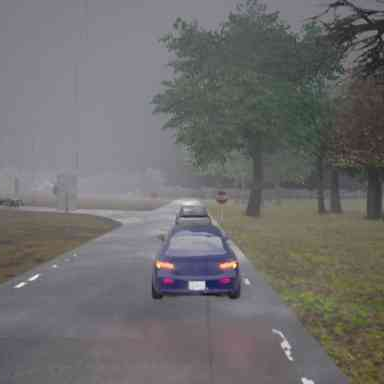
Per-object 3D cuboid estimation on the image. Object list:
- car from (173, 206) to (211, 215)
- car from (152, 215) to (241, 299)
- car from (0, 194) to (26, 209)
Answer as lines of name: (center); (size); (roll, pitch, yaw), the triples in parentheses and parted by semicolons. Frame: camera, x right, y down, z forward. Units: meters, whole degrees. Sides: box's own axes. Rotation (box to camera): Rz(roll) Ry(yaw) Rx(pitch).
car: (0.012, 1.496, 18.129); (2.128, 1.511, 4.902); (0, 0, -2)
car: (0.074, 1.526, 8.311); (1.812, 1.442, 4.674); (0, 0, 0)
car: (-17.909, 0.780, 30.439); (4.718, 1.301, 1.895); (3, -1, 0)
